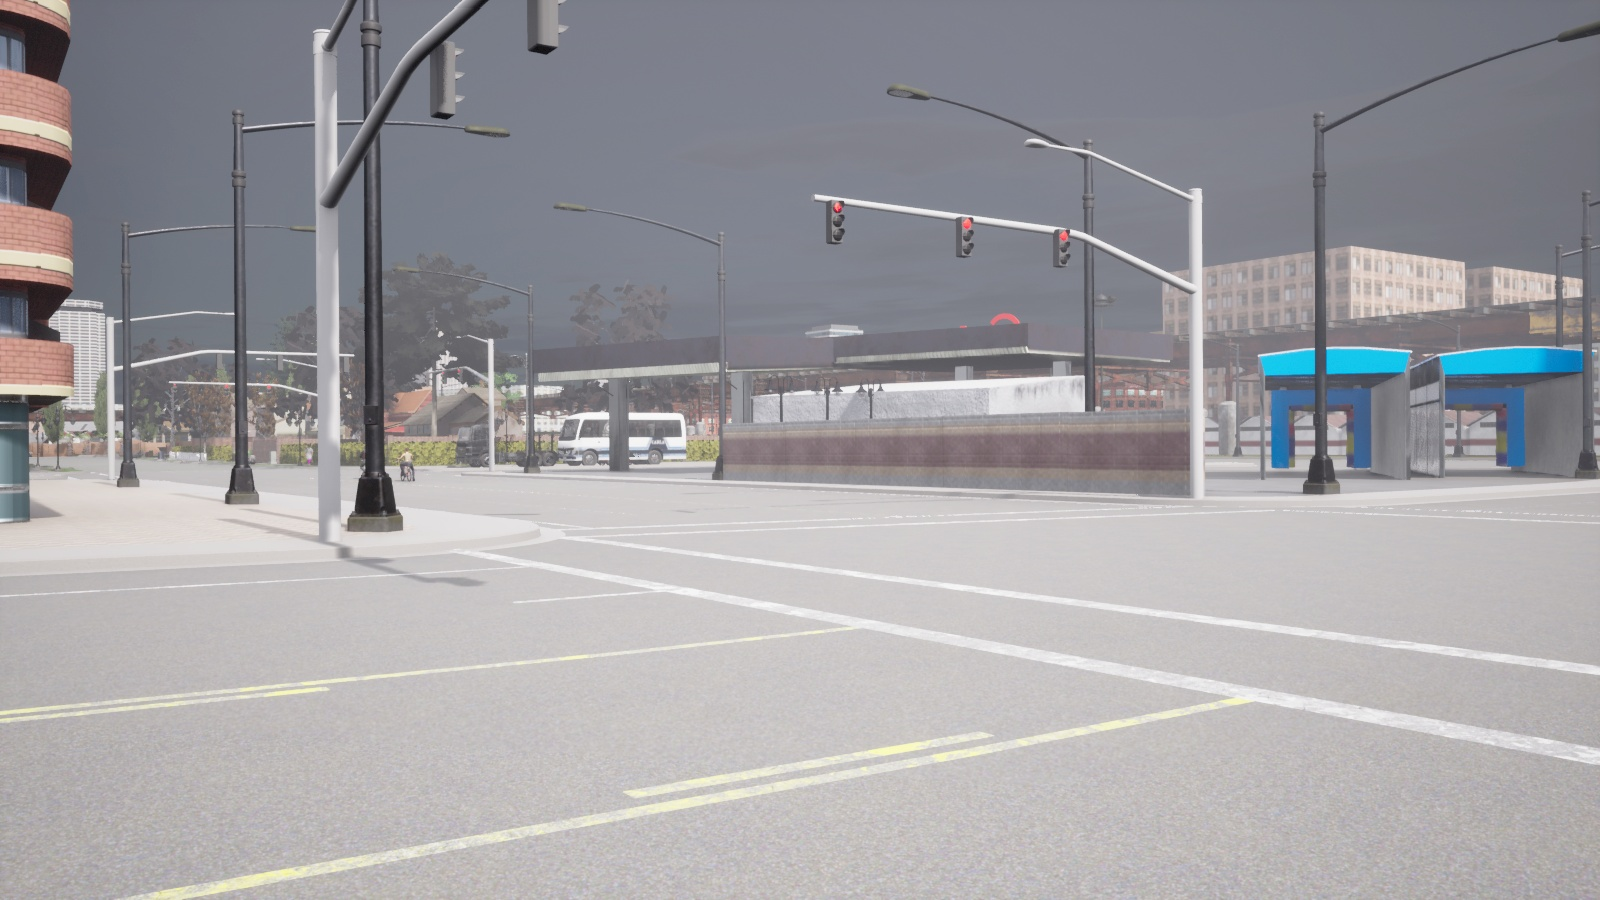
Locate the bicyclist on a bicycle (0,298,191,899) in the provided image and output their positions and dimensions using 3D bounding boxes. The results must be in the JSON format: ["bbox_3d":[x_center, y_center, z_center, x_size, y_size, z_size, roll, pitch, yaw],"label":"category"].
[{"bbox_3d":[-2.100,0.623,2.117,1.843,1.776,0.659,0,0,-36],"label":"bicyclist on a bicycle"}]
